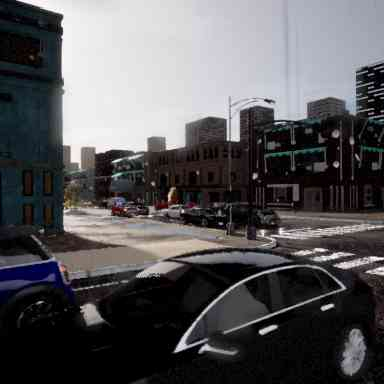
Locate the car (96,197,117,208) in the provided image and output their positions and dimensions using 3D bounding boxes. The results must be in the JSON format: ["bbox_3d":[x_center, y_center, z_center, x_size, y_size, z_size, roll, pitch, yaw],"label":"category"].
[{"bbox_3d":[-16.398,1.940,63.376,2.192,1.841,5.009,-1,0,-35],"label":"car"}]

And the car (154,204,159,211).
[{"bbox_3d":[-3.583,1.966,45.316,1.802,1.307,4.206,-2,0,-35],"label":"car"}]

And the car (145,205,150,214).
[{"bbox_3d":[-6.814,1.918,39.890,1.837,1.490,4.892,-1,0,-35],"label":"car"}]

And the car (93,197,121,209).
[{"bbox_3d":[-14.323,2.066,55.992,2.128,1.511,4.902,-1,0,-35],"label":"car"}]

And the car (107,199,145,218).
[{"bbox_3d":[-7.219,1.846,35.952,1.967,1.590,4.097,-1,0,-35],"label":"car"}]

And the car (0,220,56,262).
[{"bbox_3d":[-4.139,1.351,4.725,4.553,1.767,2.097,0,0,-35],"label":"car"}]

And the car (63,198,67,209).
[{"bbox_3d":[-23.129,2.233,58.388,1.752,1.417,4.829,-1,0,-35],"label":"car"}]

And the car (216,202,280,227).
[{"bbox_3d":[4.189,1.547,24.246,2.097,1.767,4.553,-1,0,-34],"label":"car"}]

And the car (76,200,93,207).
[{"bbox_3d":[-21.604,2.307,66.261,1.895,1.301,4.718,-1,0,-35],"label":"car"}]

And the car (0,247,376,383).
[{"bbox_3d":[0.258,1.505,3.865,4.892,1.490,1.837,0,0,-35],"label":"car"}]

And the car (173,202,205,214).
[{"bbox_3d":[-0.381,1.903,40.802,1.802,1.307,4.206,-2,0,-35],"label":"car"}]

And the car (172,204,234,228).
[{"bbox_3d":[0.713,1.814,24.563,1.947,1.339,4.313,-1,0,-35],"label":"car"}]

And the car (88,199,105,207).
[{"bbox_3d":[-19.594,2.228,67.891,1.887,1.381,4.507,-1,0,-35],"label":"car"}]

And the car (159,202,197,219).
[{"bbox_3d":[-0.906,1.898,31.549,1.895,1.301,4.718,-1,0,-35],"label":"car"}]
